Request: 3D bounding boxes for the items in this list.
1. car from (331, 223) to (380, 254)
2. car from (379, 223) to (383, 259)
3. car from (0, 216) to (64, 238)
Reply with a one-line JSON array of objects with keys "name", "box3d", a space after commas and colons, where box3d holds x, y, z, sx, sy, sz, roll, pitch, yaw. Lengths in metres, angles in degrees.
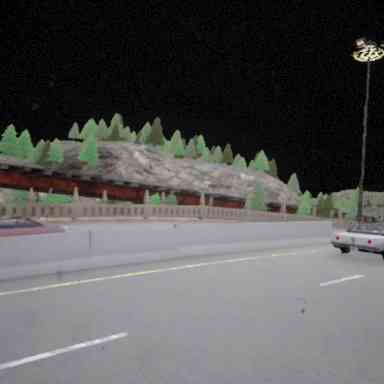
[{"name": "car", "box3d": [7.828, 1.930, 13.635, 4.718, 1.301, 1.895, 4, -2, -35]}, {"name": "car", "box3d": [7.480, 1.692, 9.087, 4.902, 1.511, 2.128, 3, -2, -35]}, {"name": "car", "box3d": [-6.819, 1.566, 11.992, 4.181, 1.385, 1.994, 0, 0, -35]}]
